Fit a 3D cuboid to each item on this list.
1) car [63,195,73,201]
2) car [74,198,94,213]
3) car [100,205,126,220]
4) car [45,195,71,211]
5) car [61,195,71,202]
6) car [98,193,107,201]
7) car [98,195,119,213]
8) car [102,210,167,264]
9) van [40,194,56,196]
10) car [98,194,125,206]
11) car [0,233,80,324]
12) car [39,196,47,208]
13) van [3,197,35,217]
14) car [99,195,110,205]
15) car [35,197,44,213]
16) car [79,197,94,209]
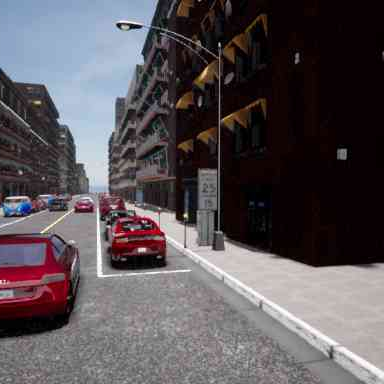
[{"bbox_3d":[-31.787,1.556,85.443,1.947,1.339,4.313,-1,0,-16],"label":"car"},{"bbox_3d":[-12.073,1.554,37.328,1.994,1.385,4.181,0,0,-15],"label":"car"},{"bbox_3d":[-3.520,1.562,16.907,1.947,1.339,4.313,-1,0,-16],"label":"car"},{"bbox_3d":[-16.049,1.492,40.118,1.837,1.490,4.892,0,0,-16],"label":"car"},{"bbox_3d":[-30.235,1.429,79.996,1.967,1.590,4.097,-1,0,-16],"label":"car"},{"bbox_3d":[-23.723,1.311,87.711,2.192,1.841,5.009,-1,0,-16],"label":"car"},{"bbox_3d":[-9.739,1.307,38.692,2.192,1.841,5.009,-1,0,-16],"label":"car"},{"bbox_3d":[-2.061,1.542,11.789,1.887,1.381,4.507,-1,0,-16],"label":"car"},{"bbox_3d":[-20.896,1.326,47.321,1.690,1.788,3.998,-1,0,-16],"label":"van"},{"bbox_3d":[-6.631,1.308,27.798,2.192,1.841,5.009,-1,0,-16],"label":"car"},{"bbox_3d":[-3.507,1.561,7.091,1.994,1.385,4.181,0,0,-16],"label":"car"},{"bbox_3d":[-19.327,1.567,41.878,1.802,1.307,4.206,-1,0,-16],"label":"car"},{"bbox_3d":[-16.220,1.327,30.985,1.690,1.788,3.998,-1,0,-16],"label":"van"},{"bbox_3d":[-15.953,1.432,60.479,1.967,1.590,4.097,-1,0,-16],"label":"car"},{"bbox_3d":[-17.771,1.567,36.432,1.802,1.307,4.206,-1,0,-16],"label":"car"},{"bbox_3d":[-14.884,1.515,46.987,1.812,1.442,4.674,0,0,-16],"label":"car"}]
